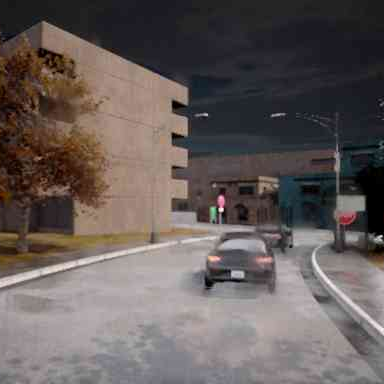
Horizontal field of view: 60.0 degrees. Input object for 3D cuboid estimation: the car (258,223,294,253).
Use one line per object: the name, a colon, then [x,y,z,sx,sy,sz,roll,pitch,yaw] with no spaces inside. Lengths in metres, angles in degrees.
car: [4.698,2.562,19.228,2.128,1.511,4.902,-1,-4,24]

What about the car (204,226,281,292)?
car: [1.516,1.910,9.969,1.812,1.442,4.674,0,-4,11]
